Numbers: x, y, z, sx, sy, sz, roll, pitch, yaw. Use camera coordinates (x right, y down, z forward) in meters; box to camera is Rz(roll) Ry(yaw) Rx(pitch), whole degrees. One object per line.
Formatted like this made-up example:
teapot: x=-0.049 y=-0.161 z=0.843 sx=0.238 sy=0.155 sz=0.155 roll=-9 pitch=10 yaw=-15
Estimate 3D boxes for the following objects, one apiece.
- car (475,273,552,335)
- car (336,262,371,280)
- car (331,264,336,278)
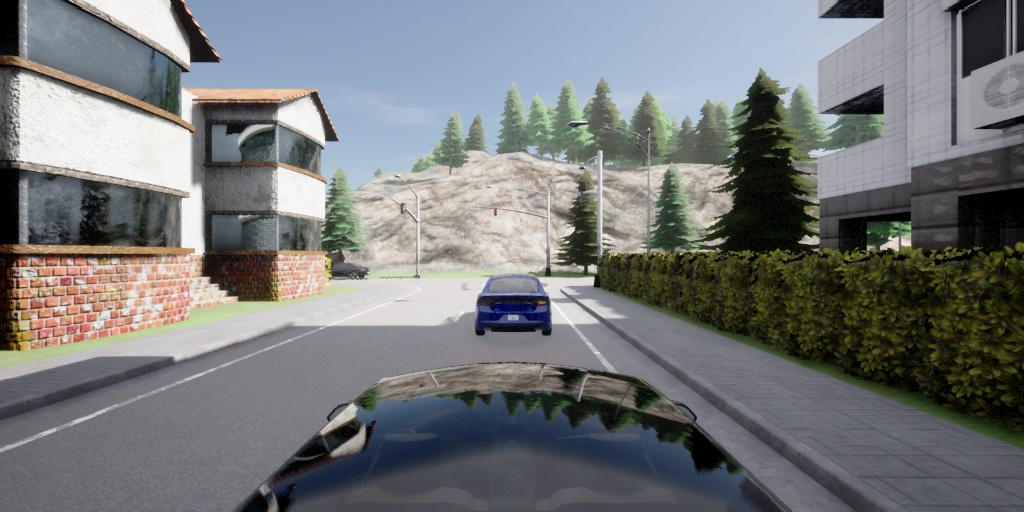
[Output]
car: x=0.050 y=1.228 z=10.488 sx=1.882 sy=1.535 sz=5.008 roll=0 pitch=0 yaw=0
car: x=-14.595 y=1.275 z=30.801 sx=4.674 sy=1.442 sz=1.812 roll=0 pitch=0 yaw=1
car: x=-16.289 y=1.102 z=27.124 sx=4.553 sy=1.767 sz=2.097 roll=0 pitch=0 yaw=1
